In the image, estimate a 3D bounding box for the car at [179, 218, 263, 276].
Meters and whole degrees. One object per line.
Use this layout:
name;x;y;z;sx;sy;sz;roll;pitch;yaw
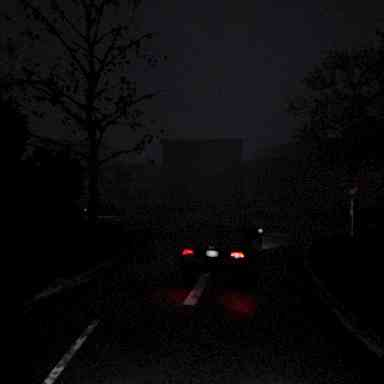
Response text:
car;1.120;1.512;10.373;2.033;1.411;5.357;0;0;15

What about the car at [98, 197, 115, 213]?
car;-10.203;1.374;37.566;2.185;1.767;4.553;-1;0;0

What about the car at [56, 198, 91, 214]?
car;-13.236;1.554;37.613;2.097;1.535;5.008;-1;0;0

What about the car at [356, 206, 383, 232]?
car;11.559;1.405;17.742;5.008;1.535;1.882;0;0;40

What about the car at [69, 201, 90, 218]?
car;-11.723;1.563;30.294;4.892;1.490;1.837;-1;0;1
